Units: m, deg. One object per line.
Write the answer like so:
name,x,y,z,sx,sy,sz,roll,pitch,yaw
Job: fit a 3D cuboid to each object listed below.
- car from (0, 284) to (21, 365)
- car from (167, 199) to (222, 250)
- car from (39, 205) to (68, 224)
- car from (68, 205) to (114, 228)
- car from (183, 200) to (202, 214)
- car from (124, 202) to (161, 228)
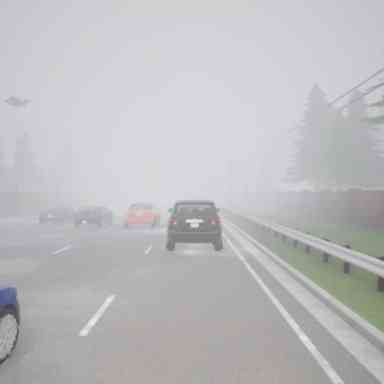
car,-3.401,1.497,2.813,1.882,1.535,5.008,0,0,0
car,0.099,1.324,14.902,2.150,2.045,5.566,0,0,0
car,-10.413,1.742,26.401,1.994,1.385,4.181,0,0,0
car,-6.919,1.668,23.842,1.837,1.490,4.892,0,0,0
car,0.096,1.761,39.984,2.128,1.511,4.902,0,0,0
car,-3.421,1.511,23.718,2.097,1.767,4.553,0,0,0
